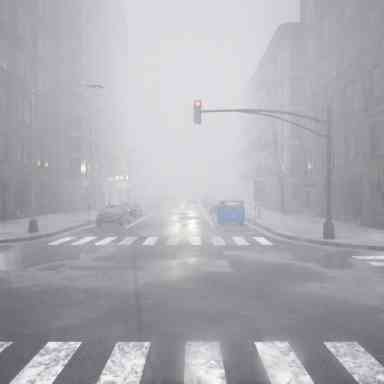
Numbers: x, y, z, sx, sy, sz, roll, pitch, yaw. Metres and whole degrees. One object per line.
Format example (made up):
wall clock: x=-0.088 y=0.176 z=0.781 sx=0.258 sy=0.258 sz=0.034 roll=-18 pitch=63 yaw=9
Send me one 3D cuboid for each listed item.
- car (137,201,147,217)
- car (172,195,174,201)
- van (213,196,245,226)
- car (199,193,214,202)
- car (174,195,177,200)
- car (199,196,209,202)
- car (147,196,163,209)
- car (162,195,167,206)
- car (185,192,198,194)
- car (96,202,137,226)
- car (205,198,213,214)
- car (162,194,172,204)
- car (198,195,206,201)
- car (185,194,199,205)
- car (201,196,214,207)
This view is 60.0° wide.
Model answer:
car: x=-5.393 y=1.543 z=28.868 sx=1.887 sy=1.381 sz=4.507 roll=0 pitch=0 yaw=0
car: x=-5.400 y=1.293 z=68.641 sx=2.192 sy=1.841 sz=5.009 roll=0 pitch=0 yaw=0
van: x=2.633 y=1.340 z=23.197 sx=1.690 sy=1.788 sz=3.998 roll=0 pitch=0 yaw=0
car: x=2.629 y=1.305 z=51.603 sx=2.192 sy=1.841 sz=5.009 roll=0 pitch=0 yaw=0
car: x=-5.401 y=1.410 z=80.005 sx=1.967 sy=1.590 sz=4.097 roll=0 pitch=0 yaw=0
car: x=2.625 y=1.524 z=74.328 sx=2.008 sy=1.369 sz=4.403 roll=0 pitch=0 yaw=0
car: x=-5.396 y=1.520 z=45.744 sx=1.752 sy=1.417 sz=4.829 roll=0 pitch=0 yaw=0
car: x=-5.397 y=1.556 z=51.596 sx=1.947 sy=1.339 sz=4.313 roll=0 pitch=0 yaw=0
car: x=0.083 y=1.331 z=67.106 sx=2.097 sy=1.767 sz=4.553 roll=0 pitch=0 yaw=-2
car: x=-5.392 y=1.550 z=23.187 sx=2.008 sy=1.369 sz=4.403 roll=0 pitch=0 yaw=0
car: x=2.631 y=1.580 z=34.559 sx=1.802 sy=1.307 sz=4.206 roll=0 pitch=0 yaw=0
car: x=-5.399 y=1.548 z=62.960 sx=1.947 sy=1.339 sz=4.313 roll=0 pitch=0 yaw=0
car: x=2.623 y=1.531 z=85.691 sx=1.947 sy=1.339 sz=4.313 roll=0 pitch=0 yaw=0
car: x=0.093 y=1.512 z=57.276 sx=1.812 sy=1.442 sz=4.674 roll=0 pitch=0 yaw=0
car: x=2.629 y=1.576 z=45.922 sx=1.802 sy=1.307 sz=4.206 roll=0 pitch=0 yaw=0
